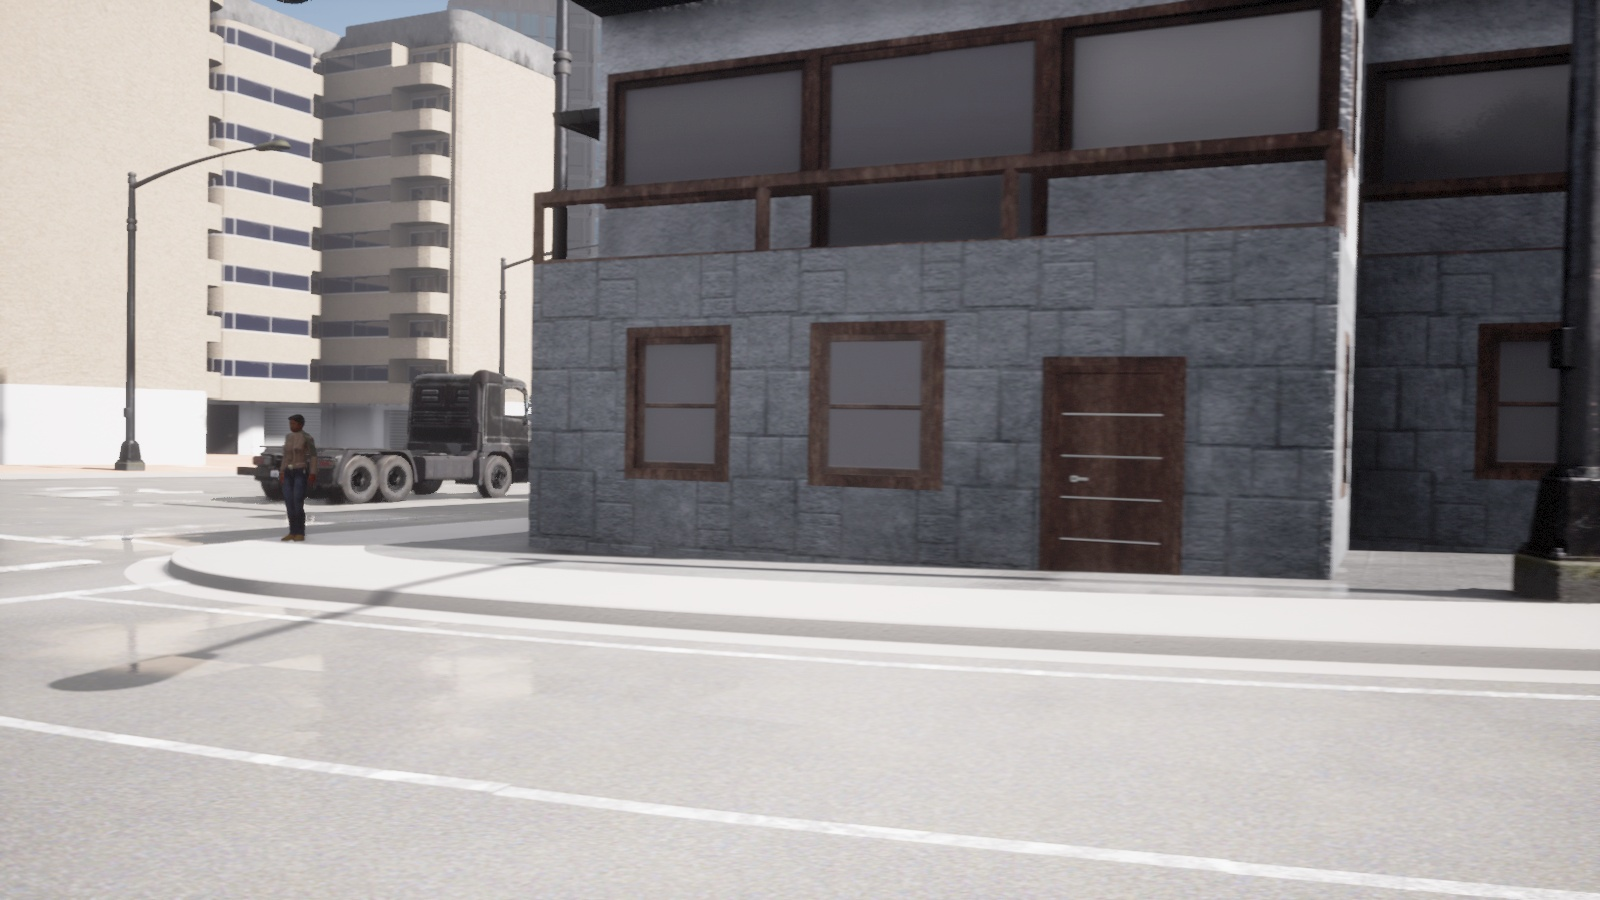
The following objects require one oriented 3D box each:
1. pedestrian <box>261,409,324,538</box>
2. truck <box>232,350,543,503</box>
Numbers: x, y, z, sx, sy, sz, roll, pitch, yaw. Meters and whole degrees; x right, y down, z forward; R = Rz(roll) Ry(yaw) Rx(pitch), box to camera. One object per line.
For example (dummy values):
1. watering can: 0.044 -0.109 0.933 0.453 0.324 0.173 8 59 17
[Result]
1. pedestrian: -7.322 0.321 18.139 0.328 1.805 0.869 2 1 18
2. truck: -10.376 -0.542 32.664 2.891 3.462 7.936 2 0 26
